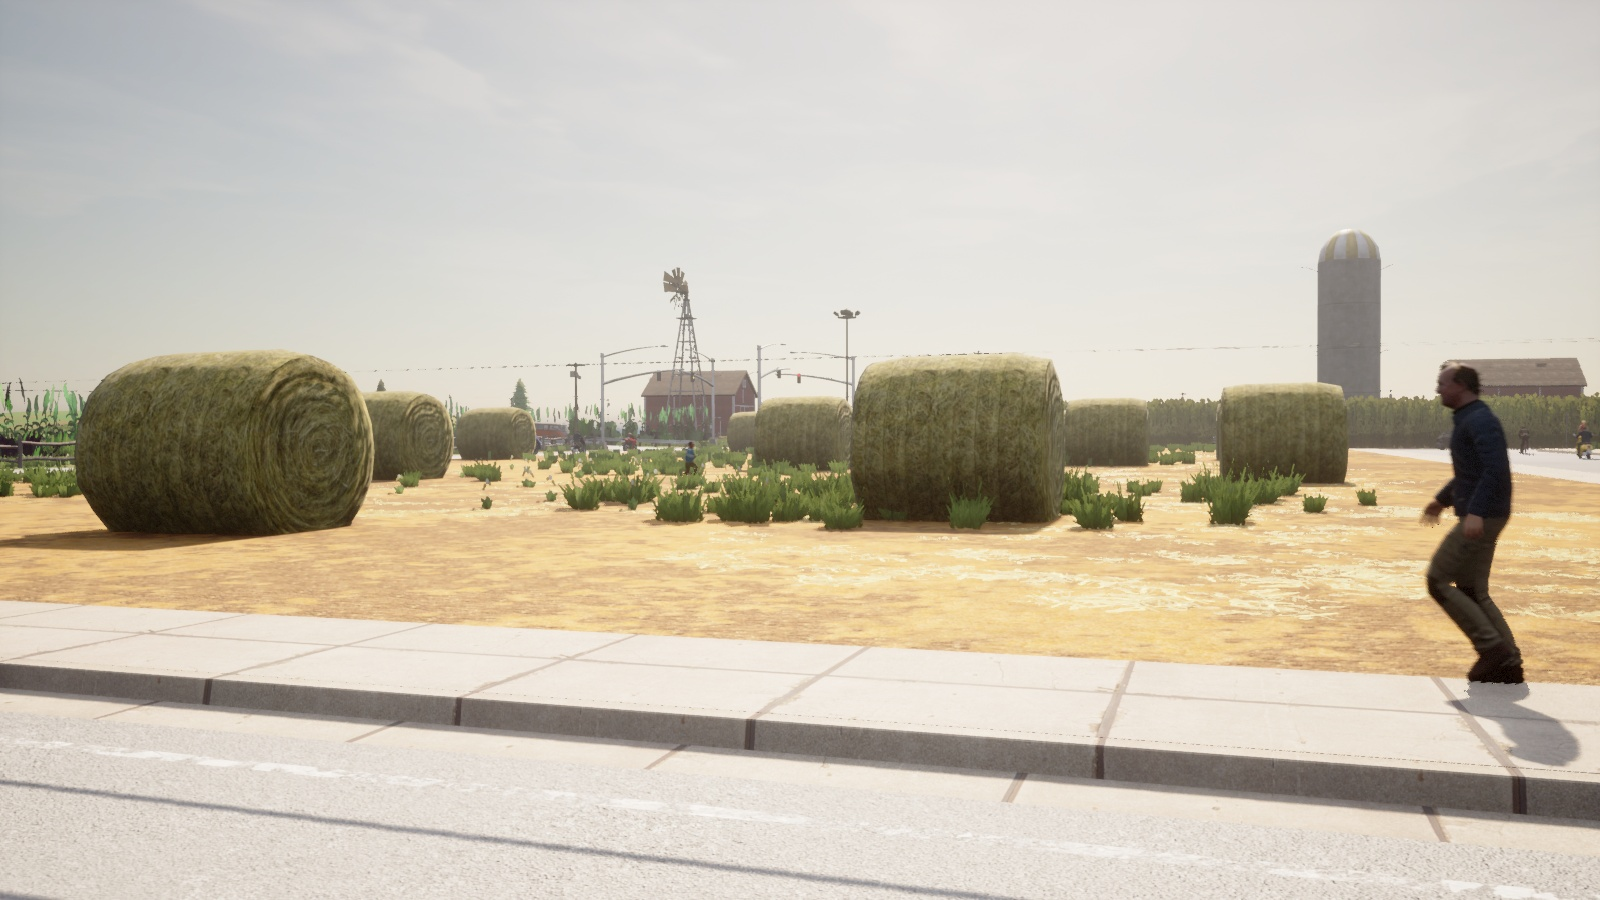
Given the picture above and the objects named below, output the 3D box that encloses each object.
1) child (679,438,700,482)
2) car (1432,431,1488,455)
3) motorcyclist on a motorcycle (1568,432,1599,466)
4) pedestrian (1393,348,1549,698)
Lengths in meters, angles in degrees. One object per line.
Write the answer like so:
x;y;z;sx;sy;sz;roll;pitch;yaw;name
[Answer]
-2.990;0.275;34.098;0.448;1.192;0.343;1;1;34;child
44.743;-0.484;85.167;1.851;1.617;3.988;0;1;3;car
37.751;-0.073;60.475;0.866;1.590;1.817;1;1;18;motorcyclist on a motorcycle
3.697;0.378;6.950;0.726;1.842;0.402;1;1;27;pedestrian
